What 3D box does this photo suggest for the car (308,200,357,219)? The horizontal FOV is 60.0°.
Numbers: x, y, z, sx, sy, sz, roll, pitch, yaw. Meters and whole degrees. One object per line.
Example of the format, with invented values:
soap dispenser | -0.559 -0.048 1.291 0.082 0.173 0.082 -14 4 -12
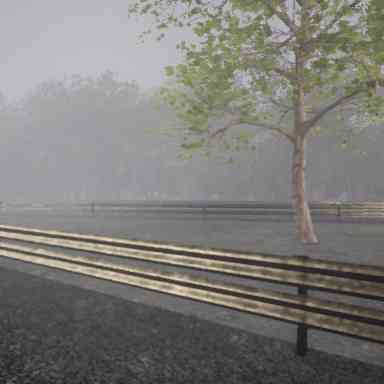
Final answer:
car | 11.684 1.534 29.411 5.366 1.575 1.801 0 0 13
